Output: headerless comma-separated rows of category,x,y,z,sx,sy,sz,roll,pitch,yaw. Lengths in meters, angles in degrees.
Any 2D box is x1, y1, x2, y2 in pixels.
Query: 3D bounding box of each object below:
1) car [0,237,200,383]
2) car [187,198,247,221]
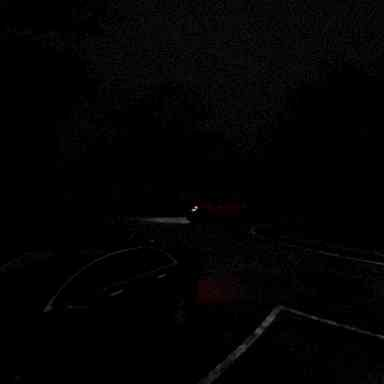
car,-1.669,1.497,4.763,1.837,1.490,4.892,1,0,32
car,1.921,1.236,25.971,4.553,1.767,2.097,0,1,-10
